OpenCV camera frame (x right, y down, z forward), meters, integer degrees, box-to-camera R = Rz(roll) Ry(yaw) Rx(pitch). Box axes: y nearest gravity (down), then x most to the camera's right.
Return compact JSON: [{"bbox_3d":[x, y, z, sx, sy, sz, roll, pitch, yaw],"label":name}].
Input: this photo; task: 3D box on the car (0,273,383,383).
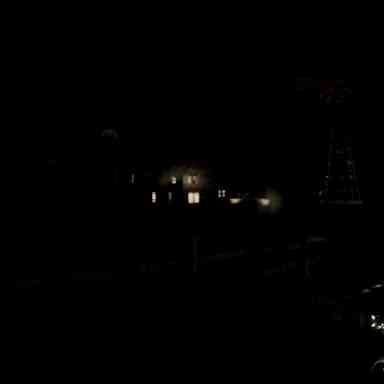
[{"bbox_3d":[0.136,1.592,3.161,4.181,1.385,1.994,0,-1,-36],"label":"car"}]
